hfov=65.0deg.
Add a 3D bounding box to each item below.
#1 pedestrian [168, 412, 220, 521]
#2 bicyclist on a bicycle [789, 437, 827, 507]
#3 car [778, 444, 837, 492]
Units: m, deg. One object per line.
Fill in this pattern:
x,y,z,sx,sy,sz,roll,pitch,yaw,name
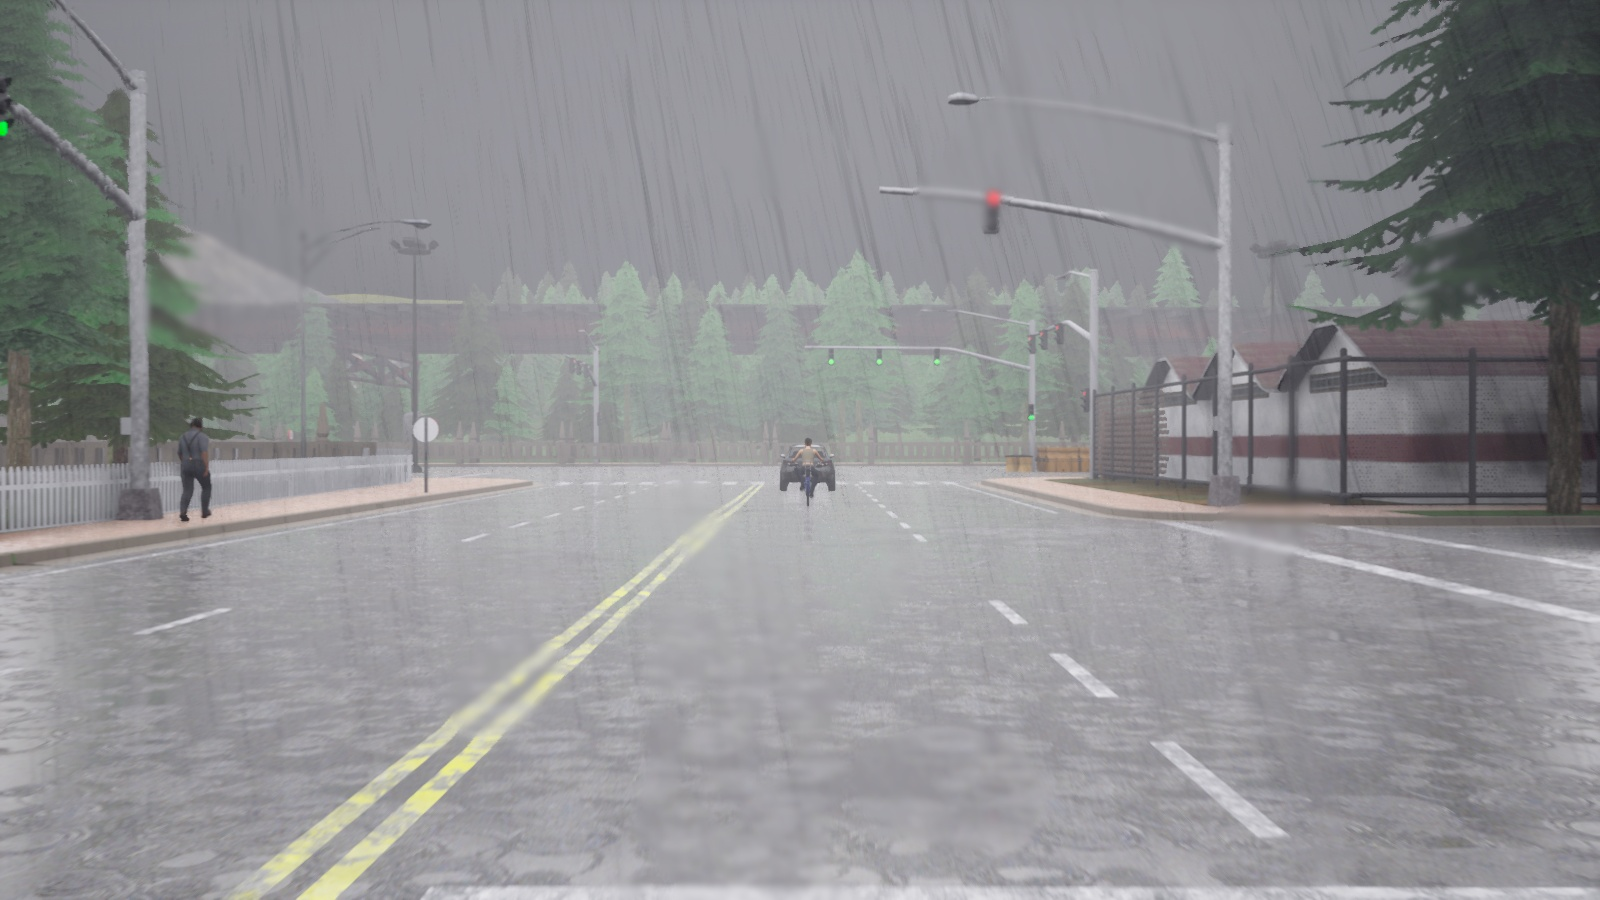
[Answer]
-10.438,0.275,21.652,0.540,1.848,0.694,0,0,1,pedestrian
0.188,0.516,29.861,0.866,1.612,1.509,0,-1,0,bicyclist on a bicycle
0.246,0.531,40.668,1.816,1.474,4.193,0,0,0,car
